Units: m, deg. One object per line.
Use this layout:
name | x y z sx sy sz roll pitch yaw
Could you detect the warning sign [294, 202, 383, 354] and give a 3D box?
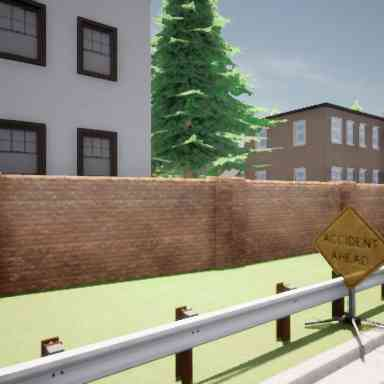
warning sign | 2.418 1.114 5.041 1.060 1.860 1.300 0 0 -35
